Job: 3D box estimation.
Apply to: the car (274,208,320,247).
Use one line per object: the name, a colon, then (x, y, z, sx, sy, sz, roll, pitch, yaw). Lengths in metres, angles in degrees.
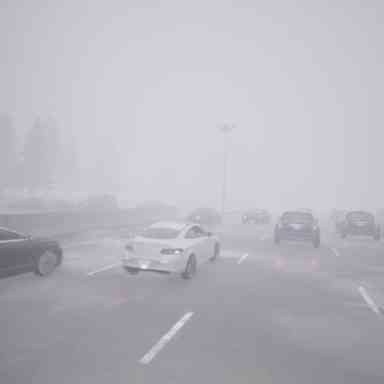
car: (5.564, 1.743, 17.607, 2.097, 1.767, 4.553, 2, -1, 18)

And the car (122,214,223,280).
car: (-0.458, 1.625, 10.353, 1.812, 1.442, 4.674, 2, -1, 18)

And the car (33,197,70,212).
car: (-14.355, 1.451, 35.635, 1.994, 1.385, 4.181, 2, -1, 20)

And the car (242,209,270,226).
car: (5.650, 2.120, 28.814, 1.895, 1.301, 4.718, 2, -1, 20)

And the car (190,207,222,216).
car: (1.086, 1.894, 26.345, 1.994, 1.385, 4.181, 2, -1, 19)

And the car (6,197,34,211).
car: (-17.812, 1.251, 36.375, 1.882, 1.535, 5.008, 2, -1, 20)

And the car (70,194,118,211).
car: (-10.340, 1.259, 36.496, 2.150, 2.045, 5.566, 2, -1, 21)

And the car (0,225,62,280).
car: (-5.041, 1.398, 7.531, 2.128, 1.511, 4.902, 2, -1, 18)

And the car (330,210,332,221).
car: (16.365, 2.550, 36.836, 1.994, 1.385, 4.181, 2, -1, 23)

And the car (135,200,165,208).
car: (-5.053, 1.747, 40.463, 1.882, 1.535, 5.008, 2, -1, 22)

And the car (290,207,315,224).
car: (11.454, 2.331, 34.194, 2.033, 1.411, 5.357, 2, -1, 22)

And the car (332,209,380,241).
car: (10.429, 1.955, 21.199, 2.097, 1.767, 4.553, 2, -1, 18)
